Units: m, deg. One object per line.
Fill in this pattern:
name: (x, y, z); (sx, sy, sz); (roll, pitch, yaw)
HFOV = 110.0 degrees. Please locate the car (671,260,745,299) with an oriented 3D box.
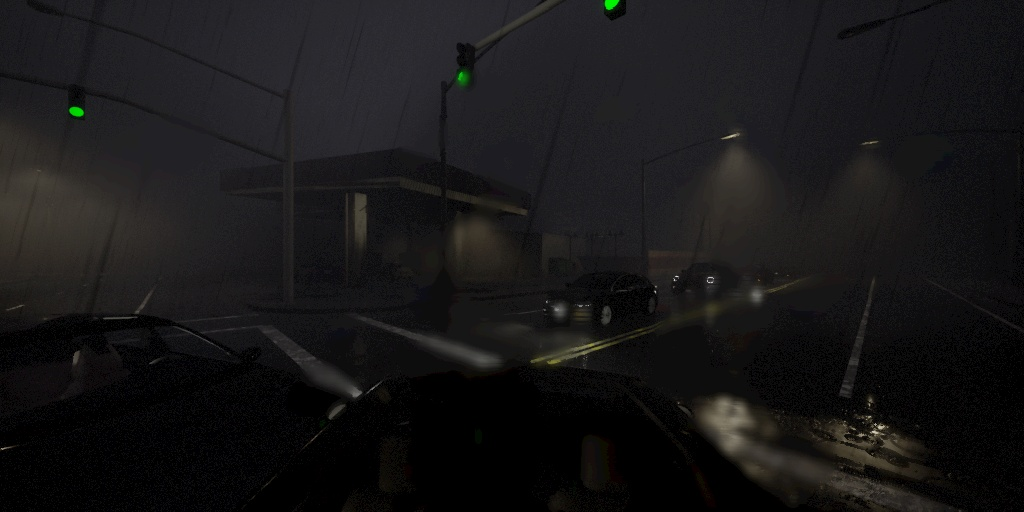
car: (9.960, 1.102, 18.350); (4.553, 1.767, 2.097); (0, 0, -44)

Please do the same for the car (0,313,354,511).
car: (-3.387, 1.242, 2.660); (4.902, 1.511, 2.128); (0, 0, 16)

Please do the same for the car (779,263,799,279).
car: (24.202, 1.314, 32.129); (4.181, 1.385, 1.994); (0, 0, -44)

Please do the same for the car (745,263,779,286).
car: (16.977, 1.314, 25.169); (1.994, 1.385, 4.181); (0, 0, 45)

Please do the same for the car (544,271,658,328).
car: (3.032, 1.255, 11.595); (4.892, 1.490, 1.837); (0, 0, -45)
